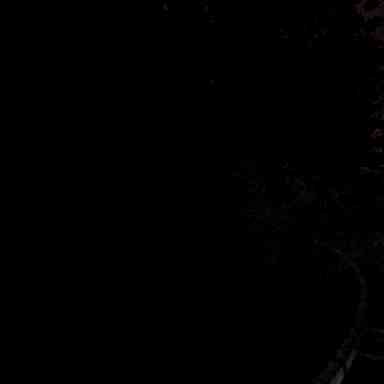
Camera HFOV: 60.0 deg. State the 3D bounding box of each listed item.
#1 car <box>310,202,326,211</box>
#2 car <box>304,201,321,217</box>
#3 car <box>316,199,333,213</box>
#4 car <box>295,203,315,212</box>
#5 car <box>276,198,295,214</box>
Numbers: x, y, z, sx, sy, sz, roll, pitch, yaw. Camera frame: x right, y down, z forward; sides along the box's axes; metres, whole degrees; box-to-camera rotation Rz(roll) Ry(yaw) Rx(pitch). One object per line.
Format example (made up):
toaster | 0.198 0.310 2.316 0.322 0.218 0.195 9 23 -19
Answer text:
car | 24.664 2.844 65.117 2.097 1.767 4.553 -1 -3 31
car | 12.159 1.905 35.283 2.033 1.411 5.357 -1 -1 25
car | 19.979 2.128 50.571 2.150 2.045 5.566 -1 -2 30
car | 18.879 2.571 55.354 2.128 1.511 4.902 -1 -2 31
car | 12.683 1.838 44.006 2.150 2.045 5.566 -1 -2 27
